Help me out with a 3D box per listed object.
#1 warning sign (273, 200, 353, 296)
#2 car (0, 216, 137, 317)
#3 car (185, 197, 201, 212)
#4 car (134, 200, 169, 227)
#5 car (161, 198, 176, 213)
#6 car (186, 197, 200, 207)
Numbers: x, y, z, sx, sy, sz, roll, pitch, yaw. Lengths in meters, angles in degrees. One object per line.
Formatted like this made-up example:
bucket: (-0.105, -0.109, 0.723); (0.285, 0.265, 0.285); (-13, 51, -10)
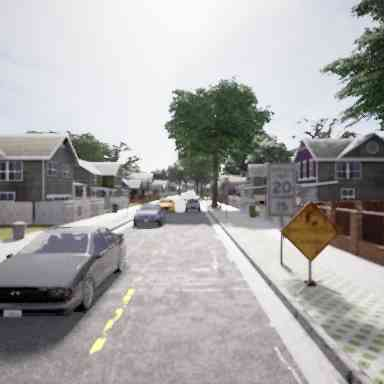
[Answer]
warning sign: (2.519, 1.117, 7.091); (1.300, 1.860, 1.060); (0, 0, 0)
car: (-2.852, 1.549, 7.963); (2.033, 1.411, 5.357); (0, 0, 0)
car: (0.102, 1.526, 38.669); (2.033, 1.411, 5.357); (0, 0, 0)
car: (-2.853, 1.521, 23.113); (1.812, 1.442, 4.674); (0, 0, 0)
car: (-2.793, 1.458, 36.680); (1.882, 1.535, 5.008); (0, 0, 1)
car: (0.093, 1.513, 50.753); (2.033, 1.411, 5.357); (0, 0, 0)
